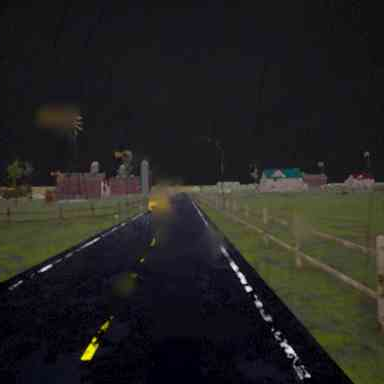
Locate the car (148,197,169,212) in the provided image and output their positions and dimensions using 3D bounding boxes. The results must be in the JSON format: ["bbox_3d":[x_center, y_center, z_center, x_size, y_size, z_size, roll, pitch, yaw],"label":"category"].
[{"bbox_3d":[-3.471,1.259,35.039,1.882,1.535,5.008,-1,0,-1],"label":"car"}]
